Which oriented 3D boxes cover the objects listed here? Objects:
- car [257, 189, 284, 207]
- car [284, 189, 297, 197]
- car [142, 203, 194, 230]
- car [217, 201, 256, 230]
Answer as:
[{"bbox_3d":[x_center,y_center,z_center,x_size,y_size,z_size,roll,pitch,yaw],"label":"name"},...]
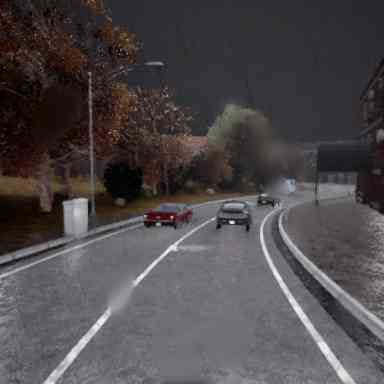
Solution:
[{"bbox_3d":[8.672,0.815,37.304,1.882,1.535,5.008,2,3,25],"label":"car"},{"bbox_3d":[16.424,-0.095,57.346,2.097,1.767,4.553,4,4,36],"label":"car"},{"bbox_3d":[-1.278,1.330,19.345,1.895,1.301,4.718,1,1,12],"label":"car"},{"bbox_3d":[2.629,1.297,19.743,1.837,1.490,4.892,1,1,13],"label":"car"}]
